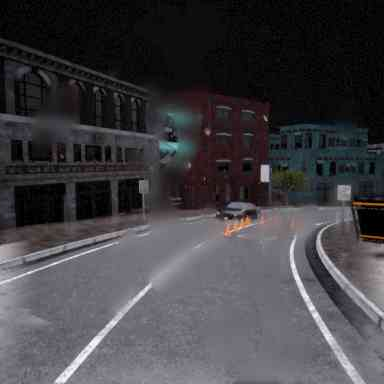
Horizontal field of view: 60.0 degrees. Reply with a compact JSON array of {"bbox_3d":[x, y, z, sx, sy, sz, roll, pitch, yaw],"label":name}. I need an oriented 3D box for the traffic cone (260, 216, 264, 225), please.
[{"bbox_3d":[4.736,1.933,22.340,0.340,0.580,0.340,2,1,19],"label":"traffic cone"}]

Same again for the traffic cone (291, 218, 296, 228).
[{"bbox_3d":[6.622,2.010,21.698,0.340,0.580,0.340,2,1,19],"label":"traffic cone"}]

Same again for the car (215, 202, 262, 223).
[{"bbox_3d":[3.682,1.443,25.256,2.033,1.411,5.357,3,1,30],"label":"car"}]

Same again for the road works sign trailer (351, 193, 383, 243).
[{"bbox_3d":[7.117,1.155,10.557,3.560,2.380,2.880,2,45,37],"label":"road works sign trailer"}]

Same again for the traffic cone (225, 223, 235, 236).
[{"bbox_3d":[1.846,1.904,16.996,0.340,0.580,0.340,2,0,19],"label":"traffic cone"}]

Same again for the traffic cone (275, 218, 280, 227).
[{"bbox_3d":[5.676,1.971,22.018,0.340,0.580,0.340,2,1,18],"label":"traffic cone"}]

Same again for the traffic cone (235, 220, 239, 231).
[{"bbox_3d":[2.496,1.903,18.887,0.340,0.580,0.340,2,1,19],"label":"traffic cone"}]
